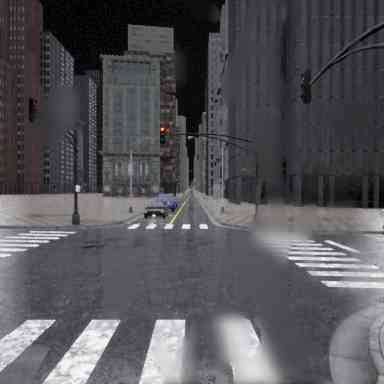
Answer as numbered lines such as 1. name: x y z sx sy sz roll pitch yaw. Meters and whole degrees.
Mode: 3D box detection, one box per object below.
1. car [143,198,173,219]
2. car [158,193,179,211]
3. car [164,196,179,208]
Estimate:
1. car: -3.107 1.546 29.850 2.033 1.411 5.357 0 0 0
2. car: -3.107 1.219 40.102 2.150 2.045 5.566 0 0 0
3. car: -3.100 1.475 50.548 1.882 1.535 5.008 0 0 0
